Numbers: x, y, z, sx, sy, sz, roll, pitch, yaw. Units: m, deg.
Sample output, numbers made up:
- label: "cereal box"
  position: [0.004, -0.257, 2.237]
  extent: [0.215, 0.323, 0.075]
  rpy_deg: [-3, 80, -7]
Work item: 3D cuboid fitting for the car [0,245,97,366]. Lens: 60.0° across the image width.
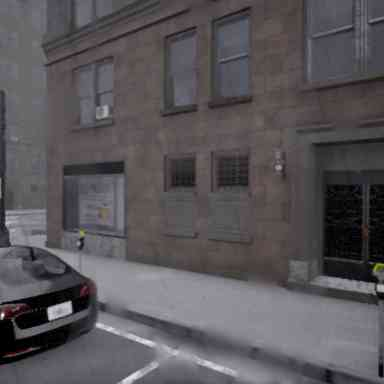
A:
- label: "car"
  position: [-3.390, 1.561, 5.493]
  extent: [4.313, 1.339, 1.947]
  rpy_deg: [0, 0, 35]
